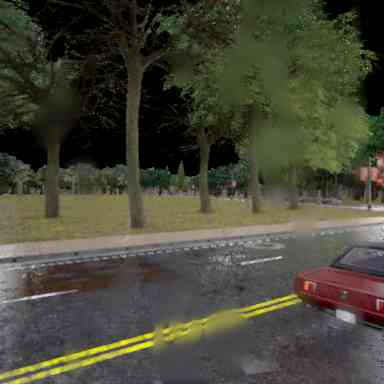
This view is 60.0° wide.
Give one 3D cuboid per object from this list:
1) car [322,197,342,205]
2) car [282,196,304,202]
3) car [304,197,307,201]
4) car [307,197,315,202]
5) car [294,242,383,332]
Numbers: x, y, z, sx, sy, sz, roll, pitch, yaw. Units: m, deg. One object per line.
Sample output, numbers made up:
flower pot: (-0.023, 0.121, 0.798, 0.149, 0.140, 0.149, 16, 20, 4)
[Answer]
car: (28.396, 1.861, 67.618, 2.128, 1.511, 4.902, 0, 0, -12)
car: (25.109, 1.915, 82.698, 1.895, 1.301, 4.718, 0, 0, -12)
car: (27.496, 1.888, 87.009, 1.994, 1.385, 4.181, 0, 0, -12)
car: (30.672, 1.912, 87.700, 1.994, 1.385, 4.181, 0, 0, -12)
car: (4.193, 1.657, 6.445, 4.718, 1.301, 1.895, 1, 0, -36)
